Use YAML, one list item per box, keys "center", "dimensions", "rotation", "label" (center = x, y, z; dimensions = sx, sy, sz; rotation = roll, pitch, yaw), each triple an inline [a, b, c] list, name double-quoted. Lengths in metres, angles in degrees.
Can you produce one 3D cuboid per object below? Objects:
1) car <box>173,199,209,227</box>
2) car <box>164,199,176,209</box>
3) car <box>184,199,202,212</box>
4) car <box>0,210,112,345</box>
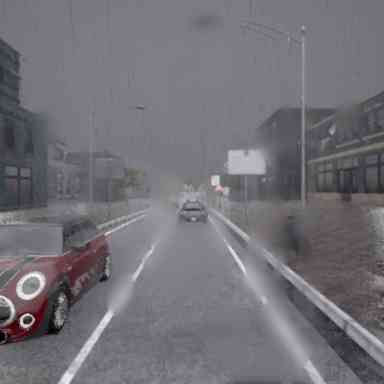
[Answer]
- center: [0.098, 1.435, 22.466]
  dimensions: [2.128, 1.511, 4.902]
  rotation: [0, 0, 0]
  label: "car"
- center: [-3.070, 1.718, 49.788]
  dimensions: [1.882, 1.535, 5.008]
  rotation: [0, -1, 0]
  label: "car"
- center: [0.096, 1.608, 40.800]
  dimensions: [2.128, 1.511, 4.902]
  rotation: [0, -1, 0]
  label: "car"
- center: [-3.101, 1.335, 6.660]
  dimensions: [2.097, 1.767, 4.553]
  rotation: [0, 0, 0]
  label: "car"
